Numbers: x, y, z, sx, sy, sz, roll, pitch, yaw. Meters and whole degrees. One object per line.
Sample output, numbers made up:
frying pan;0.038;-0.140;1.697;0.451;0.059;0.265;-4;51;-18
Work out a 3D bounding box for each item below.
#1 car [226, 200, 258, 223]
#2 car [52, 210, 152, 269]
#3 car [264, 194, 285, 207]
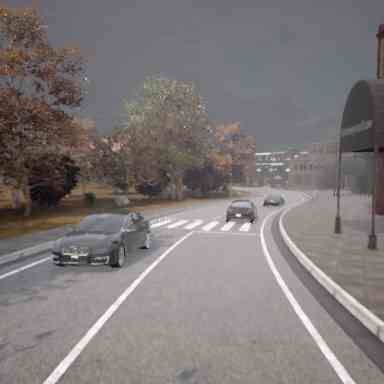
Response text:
car;3.549;1.275;23.299;1.812;1.442;4.674;1;1;15
car;-2.689;1.393;10.980;1.837;1.490;4.892;0;1;8
car;10.121;0.982;40.771;1.994;1.385;4.181;2;2;24
